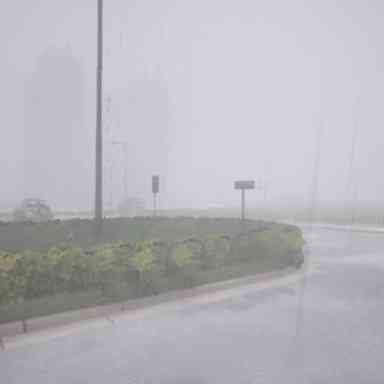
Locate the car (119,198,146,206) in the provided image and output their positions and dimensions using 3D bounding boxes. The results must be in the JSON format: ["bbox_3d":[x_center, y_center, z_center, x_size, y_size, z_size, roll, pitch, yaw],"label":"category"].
[{"bbox_3d":[-7.656,1.609,42.400,2.242,1.667,4.611,0,0,-36],"label":"car"}]

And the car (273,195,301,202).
[{"bbox_3d":[17.833,1.581,62.451,2.150,2.045,5.566,0,0,-35],"label":"car"}]

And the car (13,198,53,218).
[{"bbox_3d":[-11.242,1.341,23.447,1.932,1.855,4.605,0,0,-36],"label":"car"}]
